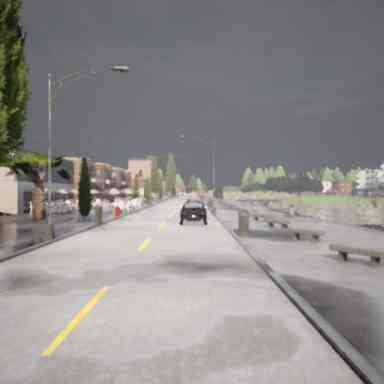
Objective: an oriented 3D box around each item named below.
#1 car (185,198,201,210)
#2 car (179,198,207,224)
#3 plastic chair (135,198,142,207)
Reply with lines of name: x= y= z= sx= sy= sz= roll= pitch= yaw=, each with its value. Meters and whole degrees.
car: x=0.110 y=1.502 z=42.378 sx=1.994 sy=1.385 sz=4.181 roll=0 pitch=0 yaw=0
car: x=0.104 y=1.441 z=24.490 sx=1.882 sy=1.535 sz=5.008 roll=0 pitch=0 yaw=0
plastic chair: x=-7.435 y=1.437 z=46.246 sx=0.730 sy=1.271 sz=0.750 roll=0 pitch=0 yaw=-40
